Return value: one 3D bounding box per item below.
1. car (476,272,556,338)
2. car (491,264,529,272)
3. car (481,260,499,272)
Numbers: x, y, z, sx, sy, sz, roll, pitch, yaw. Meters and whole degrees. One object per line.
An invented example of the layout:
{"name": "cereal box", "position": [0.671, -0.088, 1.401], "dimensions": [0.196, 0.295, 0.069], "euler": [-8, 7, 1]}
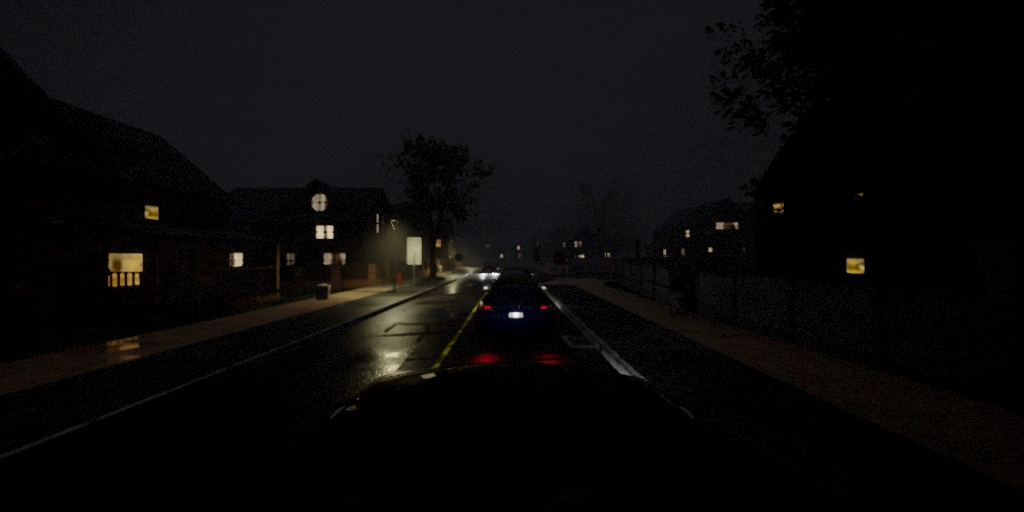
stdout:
{"name": "car", "position": [0.085, 1.335, 10.247], "dimensions": [1.994, 1.385, 4.181], "euler": [0, 0, 0]}
{"name": "car", "position": [0.233, 1.341, 20.679], "dimensions": [2.033, 1.411, 5.357], "euler": [0, 0, 4]}
{"name": "car", "position": [-2.935, 1.436, 46.743], "dimensions": [1.895, 1.301, 4.718], "euler": [0, 0, 0]}
